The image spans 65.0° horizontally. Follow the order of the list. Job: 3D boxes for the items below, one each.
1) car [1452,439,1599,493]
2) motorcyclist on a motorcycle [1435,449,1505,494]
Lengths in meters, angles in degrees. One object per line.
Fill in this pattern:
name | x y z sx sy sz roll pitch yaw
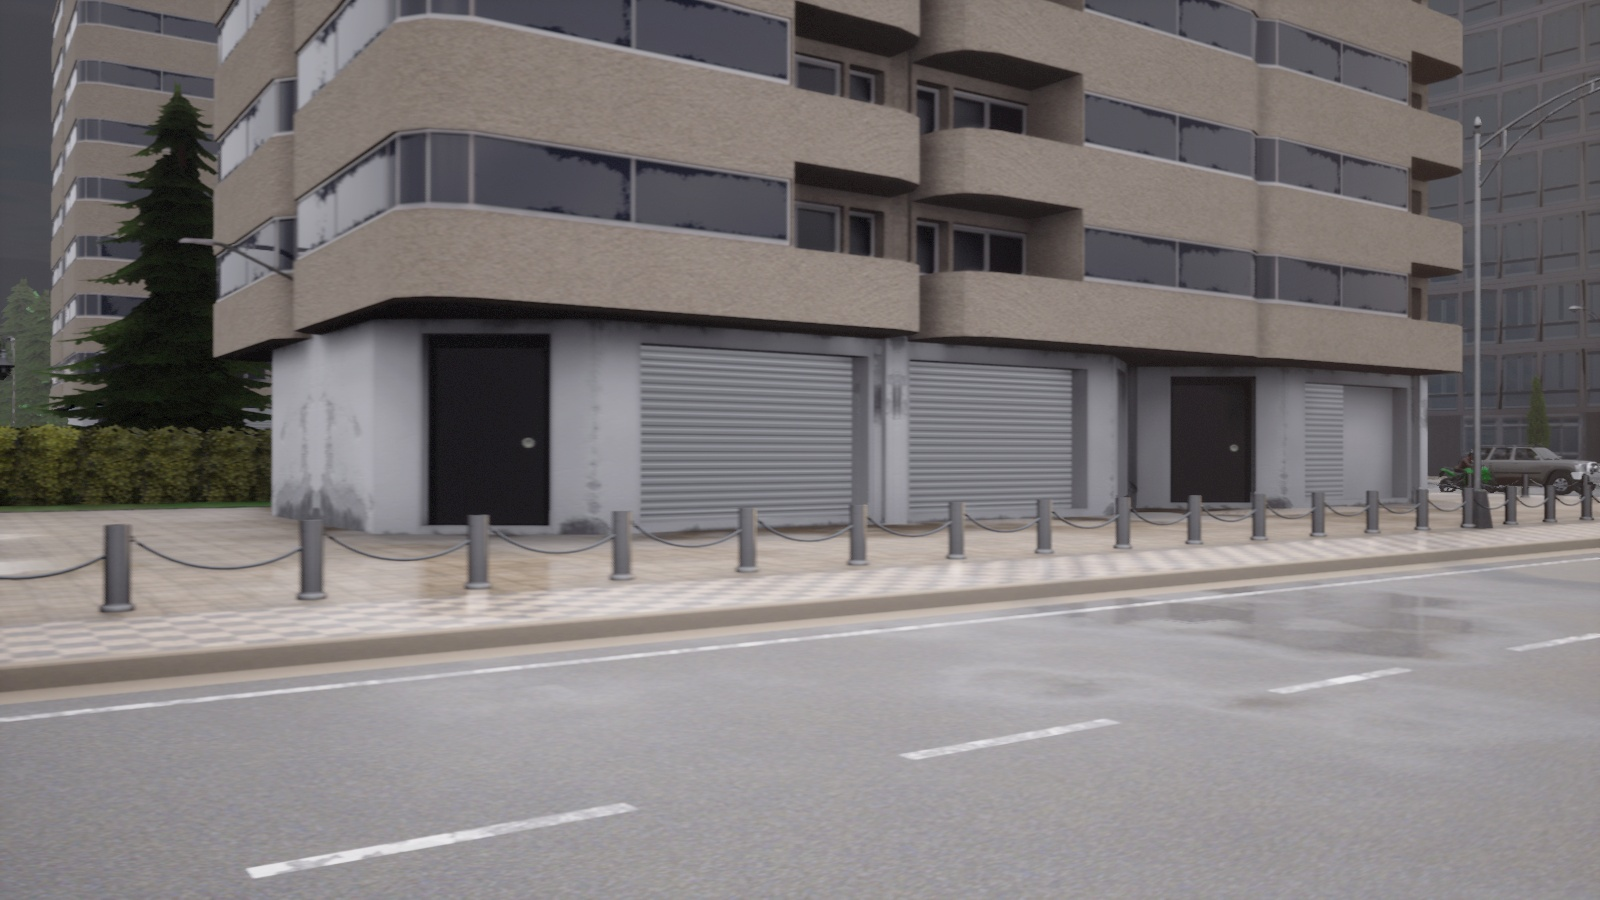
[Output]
car | 26.488 0.562 45.613 1.932 1.855 4.605 0 0 -35
motorcyclist on a motorcycle | 23.411 0.730 43.907 0.797 1.523 2.044 0 0 -35
